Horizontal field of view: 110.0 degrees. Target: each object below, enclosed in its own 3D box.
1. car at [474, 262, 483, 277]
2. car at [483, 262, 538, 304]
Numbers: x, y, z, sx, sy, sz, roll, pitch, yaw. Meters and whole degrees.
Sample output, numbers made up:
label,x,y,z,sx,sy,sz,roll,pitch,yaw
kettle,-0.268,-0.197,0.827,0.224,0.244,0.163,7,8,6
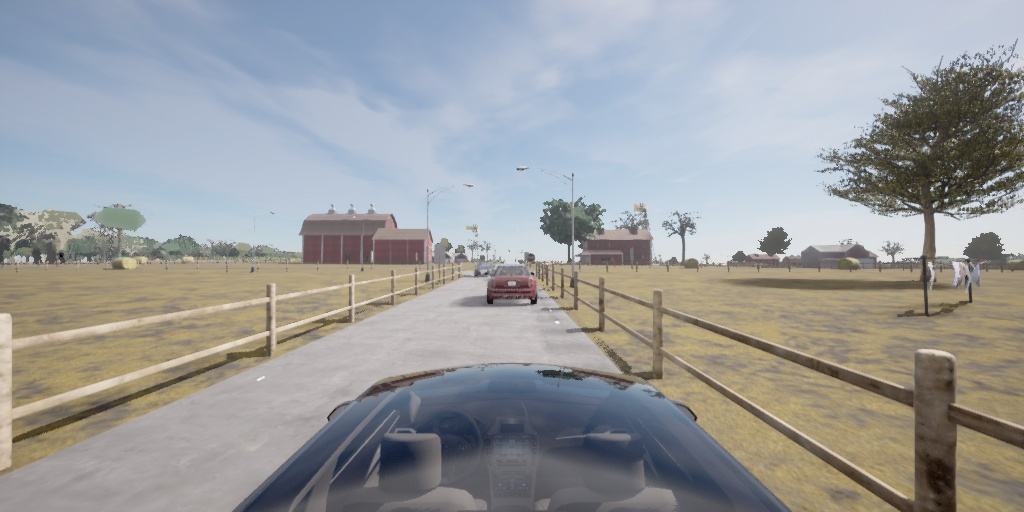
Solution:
label,x,y,z,sx,sy,sz,roll,pitch,yaw
car,-2.750,1.353,36.533,2.128,1.511,4.902,0,0,0
car,0.000,1.134,16.485,2.097,1.767,4.553,0,0,0
